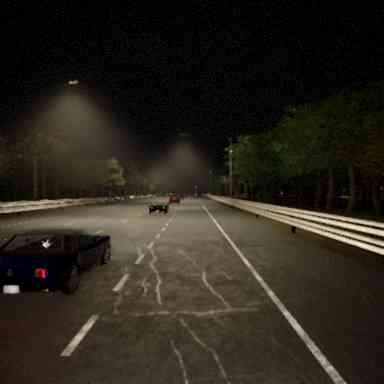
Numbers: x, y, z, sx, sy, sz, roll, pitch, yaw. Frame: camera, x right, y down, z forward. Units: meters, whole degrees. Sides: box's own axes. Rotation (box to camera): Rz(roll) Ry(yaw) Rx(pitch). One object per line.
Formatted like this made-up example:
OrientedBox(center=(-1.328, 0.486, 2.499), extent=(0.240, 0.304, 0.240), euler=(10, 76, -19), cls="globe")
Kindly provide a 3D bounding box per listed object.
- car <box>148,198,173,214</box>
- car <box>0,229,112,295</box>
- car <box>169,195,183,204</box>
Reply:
OrientedBox(center=(-3.450, 1.635, 35.673), extent=(1.895, 1.301, 4.718), euler=(0, 0, 0), cls="car")
OrientedBox(center=(-3.500, 1.607, 8.685), extent=(1.895, 1.301, 4.718), euler=(0, 0, 0), cls="car")
OrientedBox(center=(-3.338, 1.414, 64.827), extent=(2.097, 1.767, 4.553), euler=(0, 0, 0), cls="car")
